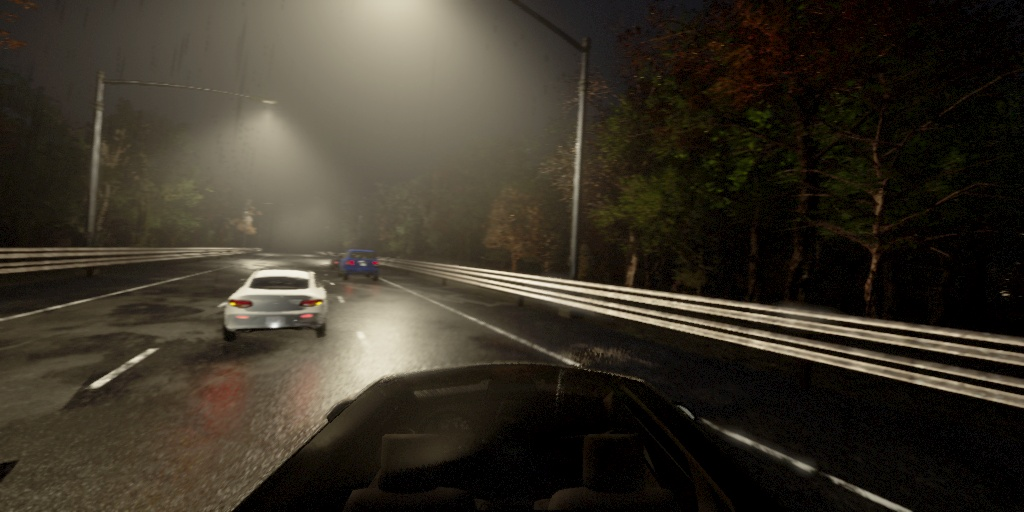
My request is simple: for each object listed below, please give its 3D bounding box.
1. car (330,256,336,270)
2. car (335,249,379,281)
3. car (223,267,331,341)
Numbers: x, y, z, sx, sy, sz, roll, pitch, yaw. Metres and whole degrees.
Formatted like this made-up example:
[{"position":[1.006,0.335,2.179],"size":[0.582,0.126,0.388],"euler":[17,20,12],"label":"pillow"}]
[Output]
[{"position":[-17.493,0.656,36.710],"size":[2.033,1.411,5.357],"euler":[4,-1,-30],"label":"car"},{"position":[-10.784,0.580,25.177],"size":[2.150,2.045,5.566],"euler":[4,-1,-30],"label":"car"},{"position":[-5.610,1.021,8.851],"size":[1.812,1.442,4.674],"euler":[4,-1,-29],"label":"car"}]
